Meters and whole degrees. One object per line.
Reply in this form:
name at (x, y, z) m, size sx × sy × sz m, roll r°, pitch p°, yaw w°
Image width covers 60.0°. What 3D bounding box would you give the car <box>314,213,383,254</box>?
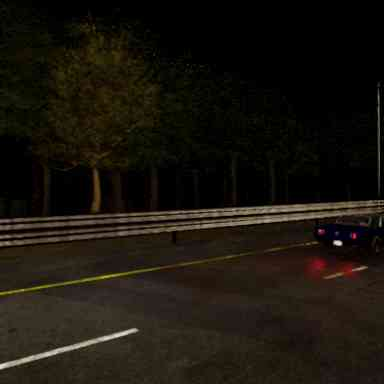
car at (6.944, 1.487, 12.985) m, size 4.718 × 1.301 × 1.895 m, roll -1°, pitch 0°, yaw -35°
